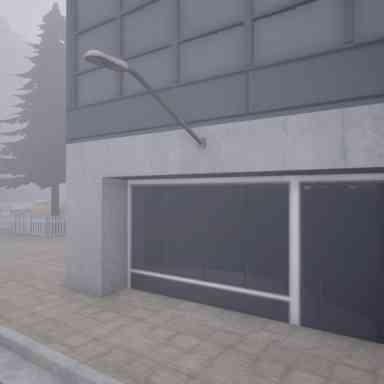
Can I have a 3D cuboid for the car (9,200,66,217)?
[{"bbox_3d":[-13.847,1.492,30.159,1.882,1.535,5.008,0,0,34],"label":"car"}]
